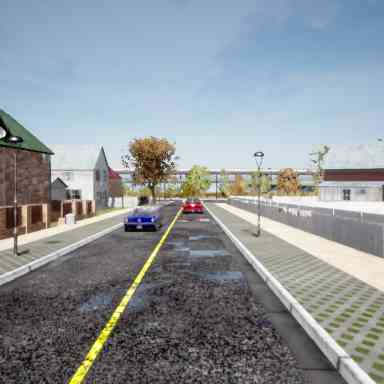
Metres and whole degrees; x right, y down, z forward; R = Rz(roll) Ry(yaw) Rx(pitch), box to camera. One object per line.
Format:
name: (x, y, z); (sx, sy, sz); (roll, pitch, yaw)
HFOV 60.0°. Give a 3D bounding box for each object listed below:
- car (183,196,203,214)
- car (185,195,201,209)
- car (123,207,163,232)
car: (0.096, 1.346, 35.347); (2.097, 1.767, 4.553); (0, 0, 0)
car: (0.098, 1.354, 45.108); (2.097, 1.767, 4.553); (0, 0, 0)
car: (-2.845, 1.593, 20.166); (1.895, 1.301, 4.718); (0, 0, 0)
